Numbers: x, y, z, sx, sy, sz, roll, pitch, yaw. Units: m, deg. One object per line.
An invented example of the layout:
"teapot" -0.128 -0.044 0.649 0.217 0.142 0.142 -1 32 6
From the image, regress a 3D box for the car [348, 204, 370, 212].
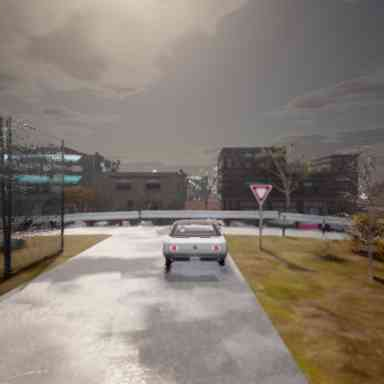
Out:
"car" 41.628 4.059 82.991 4.553 1.767 2.185 -1 1 -17

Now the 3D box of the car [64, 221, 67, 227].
"car" -17.974 4.561 45.066 2.097 1.535 5.008 0 0 -18

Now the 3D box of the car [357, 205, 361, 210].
"car" 41.214 4.114 76.988 4.553 1.767 2.185 -1 0 -17

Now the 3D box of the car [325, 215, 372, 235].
"car" 20.497 4.309 43.869 2.435 2.045 5.566 0 0 -18

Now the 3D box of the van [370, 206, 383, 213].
"van" 40.793 4.071 70.953 4.442 1.987 1.878 -1 1 -17

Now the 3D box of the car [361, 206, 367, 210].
"car" 41.084 4.267 73.989 5.008 1.535 2.097 -1 1 -17

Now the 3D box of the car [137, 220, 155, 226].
"car" -6.120 4.592 44.683 2.163 1.488 4.792 0 0 -18

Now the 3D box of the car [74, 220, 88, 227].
"car" -15.074 4.559 45.151 1.946 1.575 5.366 0 0 -18

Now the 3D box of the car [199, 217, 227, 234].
"car" 2.728 4.437 44.465 2.185 1.767 4.553 0 0 -18

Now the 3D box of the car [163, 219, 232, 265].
"car" 0.098 1.626 11.709 1.895 1.301 4.718 0 0 0

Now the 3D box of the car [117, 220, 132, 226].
"car" -9.159 4.560 44.969 1.946 1.575 5.366 0 0 -18

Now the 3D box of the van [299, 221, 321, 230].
"van" 14.527 4.336 44.184 1.878 1.987 4.442 0 0 -18

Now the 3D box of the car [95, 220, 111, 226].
"car" -12.047 4.561 44.887 2.097 1.535 5.008 0 0 -18

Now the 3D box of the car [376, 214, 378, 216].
"car" 26.380 4.308 43.734 2.435 2.045 5.566 0 0 -18

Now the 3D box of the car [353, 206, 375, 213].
"car" 41.421 4.252 79.991 4.674 1.452 2.002 -1 0 -17

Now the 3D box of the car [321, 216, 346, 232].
"car" 17.539 4.309 43.961 2.435 2.045 5.566 0 0 -18

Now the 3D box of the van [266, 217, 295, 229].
"van" 11.569 4.337 44.276 1.878 1.987 4.442 0 0 -18

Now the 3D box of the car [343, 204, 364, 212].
"car" 41.803 4.033 85.987 4.553 1.767 2.185 -1 1 -17

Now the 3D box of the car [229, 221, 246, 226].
"car" 5.701 4.564 44.345 2.231 1.521 4.892 0 0 -18
